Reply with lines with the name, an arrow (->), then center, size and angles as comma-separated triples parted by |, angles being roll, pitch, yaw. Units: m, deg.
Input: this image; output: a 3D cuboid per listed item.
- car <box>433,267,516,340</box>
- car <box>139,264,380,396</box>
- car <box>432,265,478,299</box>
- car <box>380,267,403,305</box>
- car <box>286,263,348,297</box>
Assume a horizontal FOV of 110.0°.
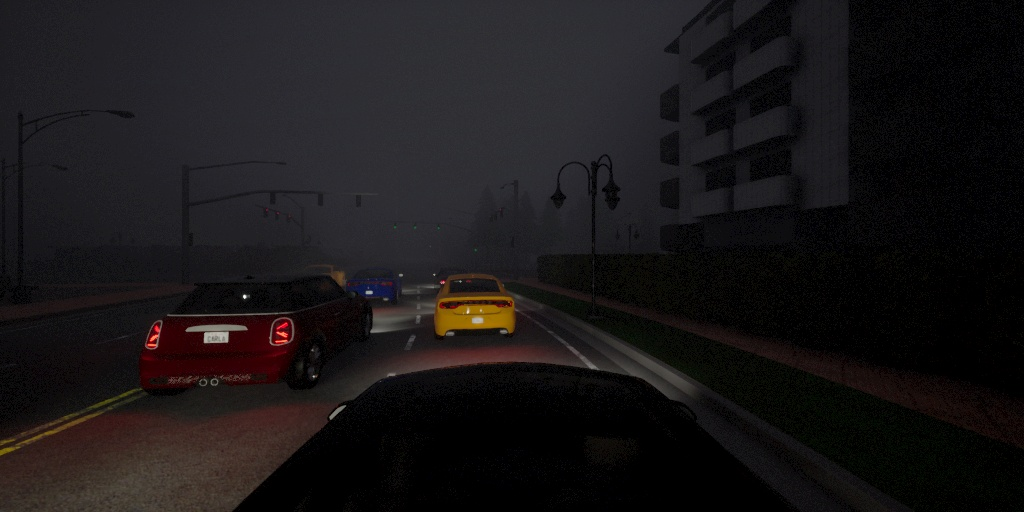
car -> -1.155, 1.228, 10.112 | 1.882, 1.535, 5.008 | 0, 0, -10
car -> -4.210, 1.102, 6.871 | 2.097, 1.767, 4.553 | 0, 0, -8
car -> -3.278, 1.297, 19.711 | 2.033, 1.411, 5.357 | 0, 0, -14
car -> -5.968, 1.228, 15.941 | 1.882, 1.535, 5.008 | 0, 0, -14
car -> -10.683, 1.227, 20.041 | 1.882, 1.535, 5.008 | 0, 0, -14
